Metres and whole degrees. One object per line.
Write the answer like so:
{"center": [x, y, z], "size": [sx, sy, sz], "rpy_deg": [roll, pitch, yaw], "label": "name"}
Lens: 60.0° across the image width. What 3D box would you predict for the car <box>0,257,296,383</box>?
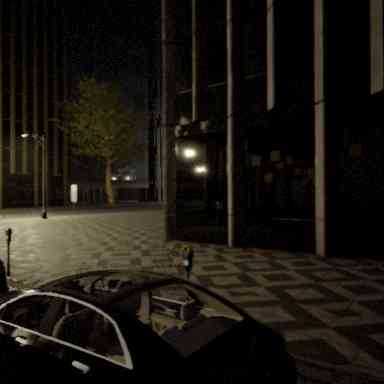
{"center": [-1.119, 1.579, 3.757], "size": [4.403, 1.369, 2.008], "rpy_deg": [-1, 0, 35], "label": "car"}
